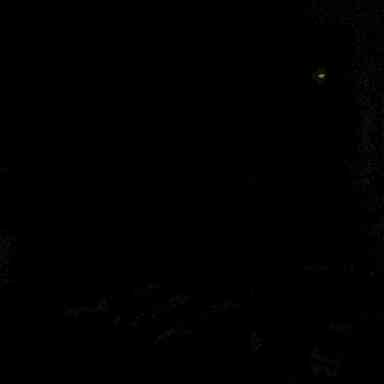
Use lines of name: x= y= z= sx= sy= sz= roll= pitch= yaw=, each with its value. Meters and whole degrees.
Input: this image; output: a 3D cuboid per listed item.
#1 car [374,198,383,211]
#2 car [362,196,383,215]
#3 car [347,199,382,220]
car: x=23.723 y=1.546 z=40.943 sx=1.752 sy=1.417 sz=4.829 roll=0 pitch=0 yaw=36
car: x=17.448 y=1.316 z=32.229 sx=2.192 sy=1.841 sz=5.009 roll=0 pitch=0 yaw=36
car: x=14.258 y=1.559 z=27.806 sx=1.947 sy=1.339 sz=4.313 roll=0 pitch=0 yaw=36
